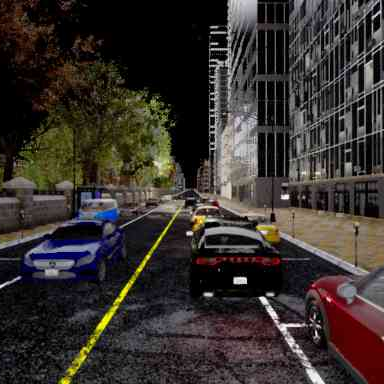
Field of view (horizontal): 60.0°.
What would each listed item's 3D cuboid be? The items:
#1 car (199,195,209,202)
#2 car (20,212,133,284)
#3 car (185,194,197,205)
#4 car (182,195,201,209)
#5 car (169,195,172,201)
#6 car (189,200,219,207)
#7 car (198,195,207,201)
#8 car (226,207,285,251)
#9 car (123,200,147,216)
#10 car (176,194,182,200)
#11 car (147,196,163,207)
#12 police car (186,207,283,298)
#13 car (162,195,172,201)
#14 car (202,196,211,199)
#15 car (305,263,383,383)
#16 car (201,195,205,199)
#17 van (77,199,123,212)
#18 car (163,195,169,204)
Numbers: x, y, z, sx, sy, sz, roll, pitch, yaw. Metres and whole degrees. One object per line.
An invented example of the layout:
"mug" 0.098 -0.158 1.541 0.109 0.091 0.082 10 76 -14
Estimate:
"car" 2.552 1.451 71.708 1.947 1.339 4.313 0 0 0
"car" -3.108 1.523 9.675 1.812 1.442 4.674 0 0 0
"car" -0.118 1.272 58.999 2.097 1.767 4.553 0 0 0
"car" -0.078 1.456 45.371 1.837 1.490 4.892 0 0 0
"car" -5.828 1.411 71.545 1.752 1.417 4.829 0 0 0
"car" 0.862 1.446 18.777 1.801 1.575 5.366 0 0 0
"car" 2.529 1.400 83.072 2.008 1.369 4.403 0 0 0
"car" 2.664 1.519 15.065 1.752 1.417 4.829 0 0 0
"car" -5.750 1.556 31.936 1.802 1.307 4.206 0 0 0
"car" -3.167 1.352 83.807 1.837 1.490 4.892 0 0 0
"car" -5.783 1.488 48.984 1.887 1.381 4.507 0 0 0
"police car" 0.883 1.423 8.696 1.930 1.638 5.238 0 0 0
"car" -5.840 1.418 77.399 2.008 1.369 4.403 0 0 0
"car" 2.608 1.537 43.302 1.802 1.307 4.206 0 0 0
"car" 2.687 1.440 3.530 1.967 1.590 4.097 0 0 0
"car" 2.575 1.462 60.346 1.887 1.381 4.507 0 0 0
"van" -5.726 1.330 20.570 1.690 1.788 3.998 0 0 0
"car" -5.806 1.468 60.351 2.008 1.369 4.403 0 0 0
